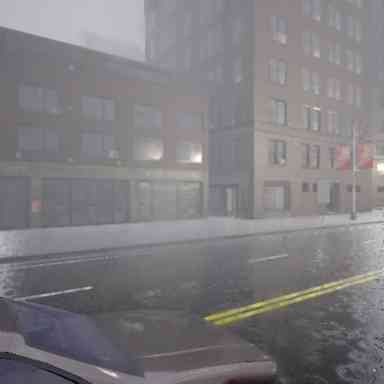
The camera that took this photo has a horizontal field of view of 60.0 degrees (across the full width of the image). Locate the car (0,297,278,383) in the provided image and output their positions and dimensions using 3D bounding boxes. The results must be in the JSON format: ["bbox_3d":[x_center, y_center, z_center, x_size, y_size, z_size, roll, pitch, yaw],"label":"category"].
[{"bbox_3d":[-1.742,1.547,2.192,5.357,1.411,2.033,0,0,-36],"label":"car"}]
